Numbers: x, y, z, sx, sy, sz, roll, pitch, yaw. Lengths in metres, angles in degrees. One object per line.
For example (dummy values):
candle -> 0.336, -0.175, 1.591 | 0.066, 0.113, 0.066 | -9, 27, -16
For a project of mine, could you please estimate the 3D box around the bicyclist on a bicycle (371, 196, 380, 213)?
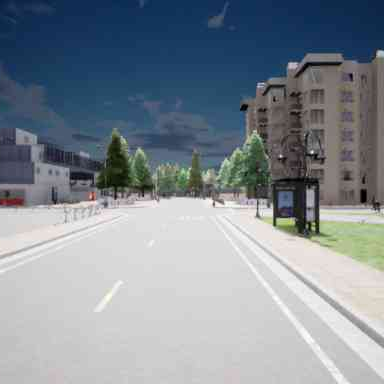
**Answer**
bicyclist on a bicycle -> 18.286, 1.260, 33.207 | 0.582, 1.620, 1.656 | 0, 0, 1
